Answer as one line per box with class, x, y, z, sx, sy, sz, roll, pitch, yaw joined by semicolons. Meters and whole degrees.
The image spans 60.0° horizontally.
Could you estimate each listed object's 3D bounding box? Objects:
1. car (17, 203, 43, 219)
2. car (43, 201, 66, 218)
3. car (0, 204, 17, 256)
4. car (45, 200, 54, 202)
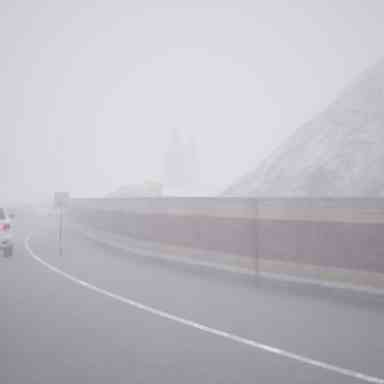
car;-17.493;1.911;33.757;1.882;1.535;5.008;-1;-1;1
car;-13.979;2.001;35.568;1.812;1.442;4.674;0;-1;2
car;-8.822;1.506;14.041;2.150;2.045;5.566;1;-2;-30
car;-21.840;2.033;52.609;1.882;1.535;5.008;0;0;11
